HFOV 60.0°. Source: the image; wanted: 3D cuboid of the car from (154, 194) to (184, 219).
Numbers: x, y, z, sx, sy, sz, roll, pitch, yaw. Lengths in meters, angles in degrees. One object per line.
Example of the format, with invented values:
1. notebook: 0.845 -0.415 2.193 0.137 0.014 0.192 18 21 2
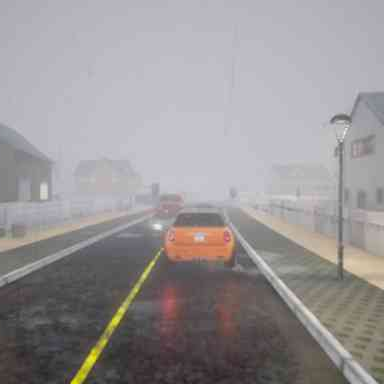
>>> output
1. car: -1.799 1.169 28.681 2.150 2.045 5.566 0 0 4

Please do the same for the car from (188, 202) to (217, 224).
1. car: 0.883 1.517 25.456 1.994 1.385 4.181 0 0 4

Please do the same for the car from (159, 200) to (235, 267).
1. car: 0.278 1.331 11.517 2.097 1.767 4.553 0 0 2
